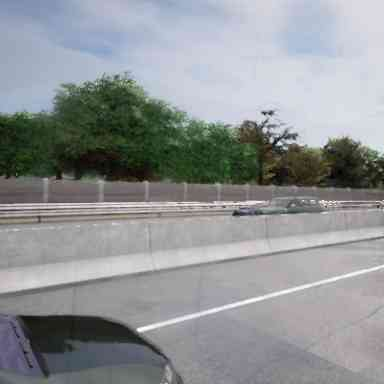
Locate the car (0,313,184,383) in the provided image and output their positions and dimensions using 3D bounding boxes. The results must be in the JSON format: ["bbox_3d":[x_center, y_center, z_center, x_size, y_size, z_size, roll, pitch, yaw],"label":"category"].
[{"bbox_3d":[-2.067,1.565,2.272,4.181,1.385,1.994,0,0,-35],"label":"car"}]

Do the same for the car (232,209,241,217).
[{"bbox_3d":[6.132,1.676,29.853,5.357,1.411,2.033,1,0,-35],"label":"car"}]

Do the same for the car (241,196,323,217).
[{"bbox_3d":[6.067,1.310,21.213,5.566,2.045,2.150,1,0,-35],"label":"car"}]
